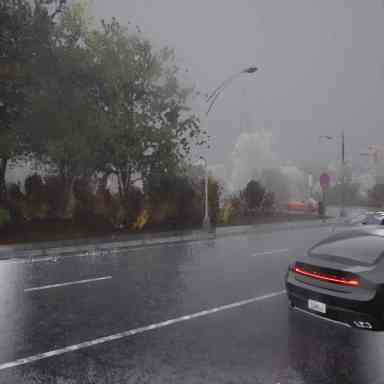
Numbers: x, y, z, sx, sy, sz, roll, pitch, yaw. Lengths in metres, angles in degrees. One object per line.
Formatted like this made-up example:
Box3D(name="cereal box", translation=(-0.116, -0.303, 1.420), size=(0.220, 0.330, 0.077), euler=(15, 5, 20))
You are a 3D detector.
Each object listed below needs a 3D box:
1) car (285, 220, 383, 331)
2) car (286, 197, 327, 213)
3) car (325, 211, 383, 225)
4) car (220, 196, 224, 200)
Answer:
Box3D(name="car", translation=(3.891, 1.505, 6.513), size=(4.892, 1.490, 1.837), euler=(0, 0, -35))
Box3D(name="car", translation=(12.566, 1.352, 36.862), size=(2.097, 1.767, 4.553), euler=(0, 0, -32))
Box3D(name="car", translation=(7.339, 1.564, 13.495), size=(4.181, 1.385, 1.994), euler=(0, 0, -35))
Box3D(name="car", translation=(4.880, 1.384, 62.566), size=(1.837, 1.490, 4.892), euler=(0, 1, -32))
